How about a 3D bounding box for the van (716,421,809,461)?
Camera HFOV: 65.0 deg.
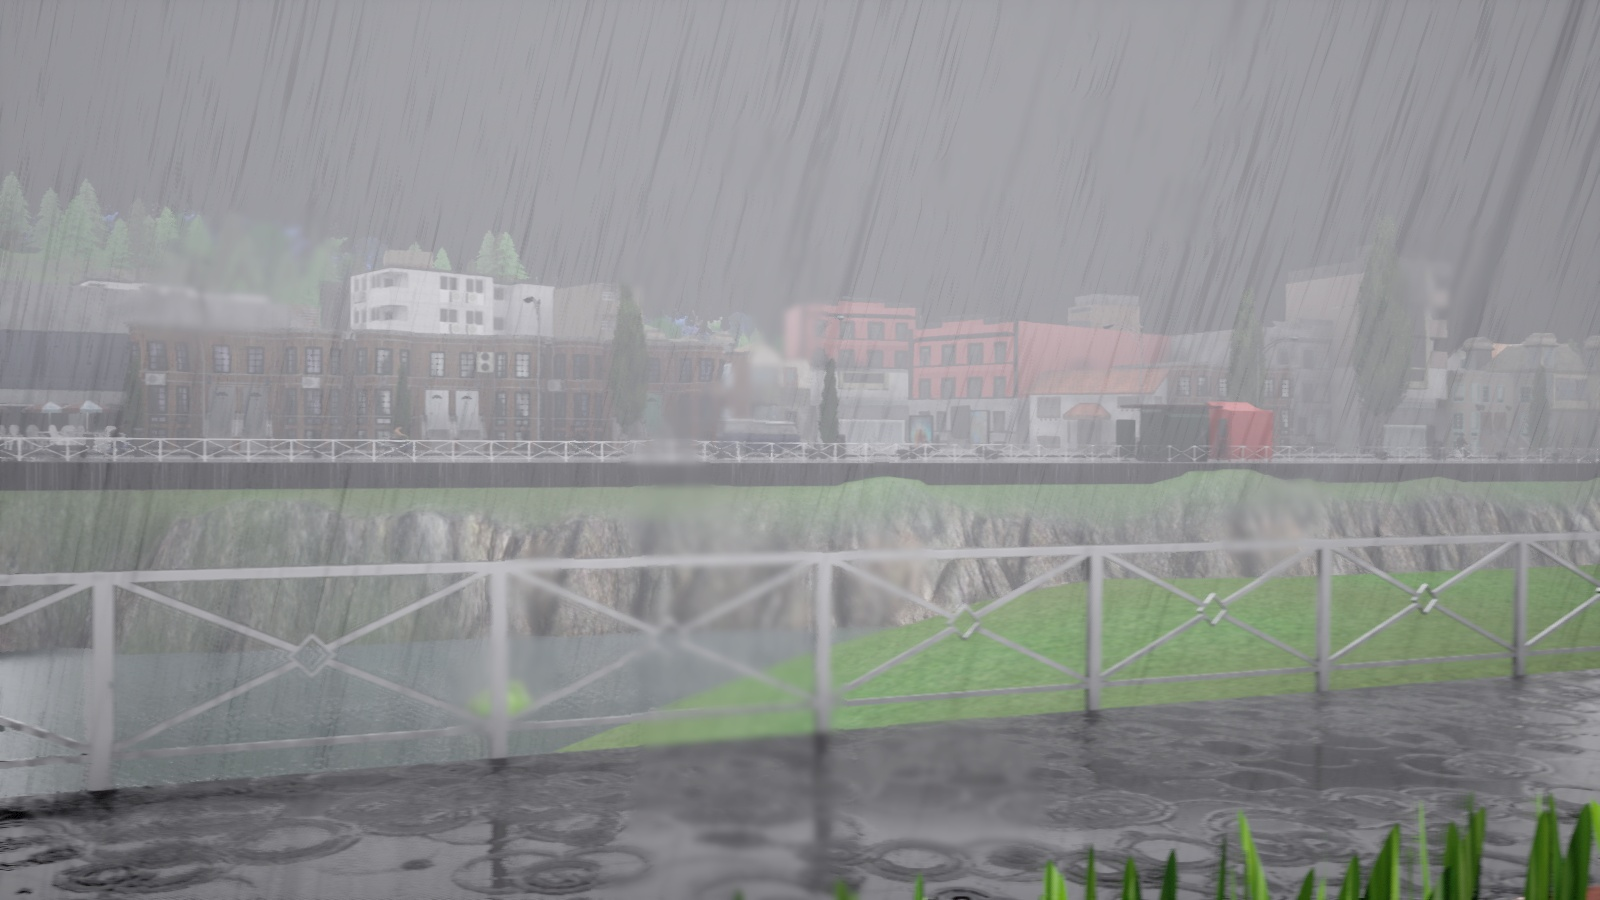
[{"bbox_3d":[-1.935,-0.482,64.745,4.442,1.987,1.775,-1,1,-21],"label":"van"}]
